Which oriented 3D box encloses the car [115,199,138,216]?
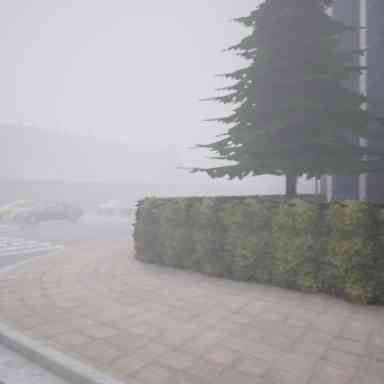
[{"bbox_3d":[-4.140,1.432,30.591,2.033,1.411,5.357,0,0,35],"label":"car"}]

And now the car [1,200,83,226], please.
[{"bbox_3d":[-9.792,1.376,22.651,2.128,1.511,4.902,0,0,35],"label":"car"}]

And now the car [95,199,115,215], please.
[{"bbox_3d":[-7.214,1.400,32.281,1.812,1.442,4.674,0,0,35],"label":"car"}]
